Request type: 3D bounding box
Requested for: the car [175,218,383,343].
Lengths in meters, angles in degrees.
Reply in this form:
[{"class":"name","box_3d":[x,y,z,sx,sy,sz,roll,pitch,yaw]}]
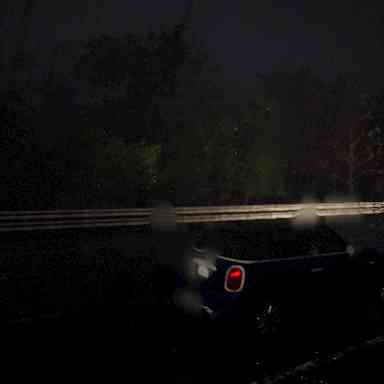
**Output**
[{"class":"car","box_3d":[2.037,1.345,6.604,4.553,1.767,2.097,0,0,-29]}]
